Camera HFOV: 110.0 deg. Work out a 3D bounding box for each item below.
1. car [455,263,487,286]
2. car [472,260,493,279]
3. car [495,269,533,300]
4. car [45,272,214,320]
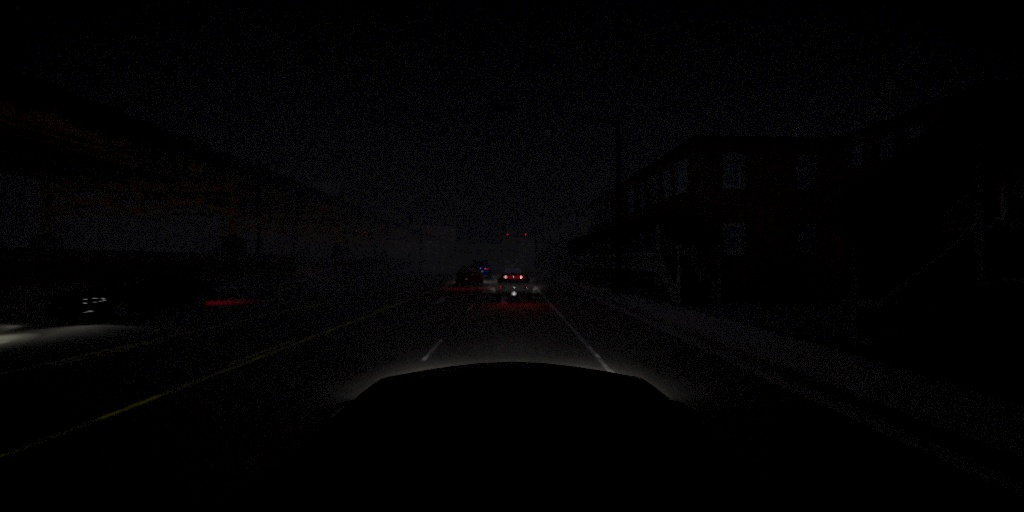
[{"bbox_3d":[-3.410,1.598,29.464,1.882,1.535,5.008,0,-1,0],"label":"car"},{"bbox_3d":[-3.424,1.487,40.148,2.150,2.045,5.566,0,0,0],"label":"car"},{"bbox_3d":[0.099,1.585,19.577,1.895,1.301,4.718,0,-1,0],"label":"car"},{"bbox_3d":[-14.000,1.385,13.613,1.882,1.535,5.008,0,-1,0],"label":"car"}]
